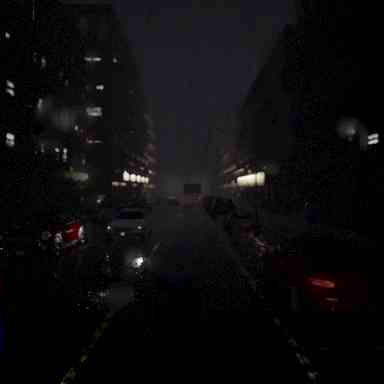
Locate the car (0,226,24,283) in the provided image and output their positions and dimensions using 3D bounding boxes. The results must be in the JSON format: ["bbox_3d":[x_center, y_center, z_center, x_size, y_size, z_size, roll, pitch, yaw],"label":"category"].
[{"bbox_3d":[-5.662,1.609,7.330,1.802,1.307,4.206,-1,0,0],"label":"car"}]

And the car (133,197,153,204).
[{"bbox_3d":[-5.672,1.446,35.341,2.192,1.841,5.009,-1,0,0],"label":"car"}]

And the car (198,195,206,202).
[{"bbox_3d":[2.733,1.782,91.327,1.967,1.590,4.097,-1,0,0],"label":"car"}]

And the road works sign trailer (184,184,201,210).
[{"bbox_3d":[0.031,0.637,46.763,2.380,3.560,2.880,0,0,1],"label":"road works sign trailer"}]

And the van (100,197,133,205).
[{"bbox_3d":[-5.655,1.430,24.137,1.690,1.788,3.998,-1,0,0],"label":"van"}]

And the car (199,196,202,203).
[{"bbox_3d":[2.708,1.508,52.114,2.192,1.841,5.009,-1,0,0],"label":"car"}]

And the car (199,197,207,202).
[{"bbox_3d":[2.731,1.886,85.725,1.947,1.339,4.313,-1,0,0],"label":"car"}]

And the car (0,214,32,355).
[{"bbox_3d":[-3.074,1.230,1.263,2.150,2.045,5.566,0,-1,0],"label":"car"}]

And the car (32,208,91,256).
[{"bbox_3d":[-5.661,1.488,12.932,1.967,1.590,4.097,-1,0,0],"label":"car"}]

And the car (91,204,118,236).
[{"bbox_3d":[-5.656,1.619,18.534,2.008,1.369,4.403,-1,0,0],"label":"car"}]

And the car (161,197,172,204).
[{"bbox_3d":[-5.655,1.829,74.555,2.008,1.369,4.403,-1,0,0],"label":"car"}]

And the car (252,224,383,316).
[{"bbox_3d":[2.685,1.609,7.297,1.802,1.307,4.206,-1,0,0],"label":"car"}]

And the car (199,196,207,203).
[{"bbox_3d":[2.728,1.825,80.293,1.752,1.417,4.829,-1,0,0],"label":"car"}]

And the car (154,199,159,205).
[{"bbox_3d":[-5.683,1.702,40.943,2.008,1.369,4.403,-1,0,0],"label":"car"}]

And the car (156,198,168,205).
[{"bbox_3d":[-5.662,1.818,63.350,1.802,1.307,4.206,-1,0,0],"label":"car"}]

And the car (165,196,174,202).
[{"bbox_3d":[-5.649,1.871,85.758,2.008,1.369,4.403,-1,0,0],"label":"car"}]

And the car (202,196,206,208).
[{"bbox_3d":[2.701,1.466,40.910,2.192,1.841,5.009,-1,0,0],"label":"car"}]

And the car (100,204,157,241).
[{"bbox_3d":[-3.090,1.590,17.201,1.812,1.442,4.674,0,0,0],"label":"car"}]

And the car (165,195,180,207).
[{"bbox_3d":[-3.019,1.760,57.219,2.033,1.411,5.357,0,0,1],"label":"car"}]

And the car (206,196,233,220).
[{"bbox_3d":[2.695,1.425,29.706,2.192,1.841,5.009,-1,0,0],"label":"car"}]

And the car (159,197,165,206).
[{"bbox_3d":[-5.665,1.796,57.748,1.802,1.307,4.206,-1,0,0],"label":"car"}]

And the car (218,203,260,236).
[{"bbox_3d":[2.691,1.594,18.671,1.752,1.417,4.829,-1,0,0],"label":"car"}]
